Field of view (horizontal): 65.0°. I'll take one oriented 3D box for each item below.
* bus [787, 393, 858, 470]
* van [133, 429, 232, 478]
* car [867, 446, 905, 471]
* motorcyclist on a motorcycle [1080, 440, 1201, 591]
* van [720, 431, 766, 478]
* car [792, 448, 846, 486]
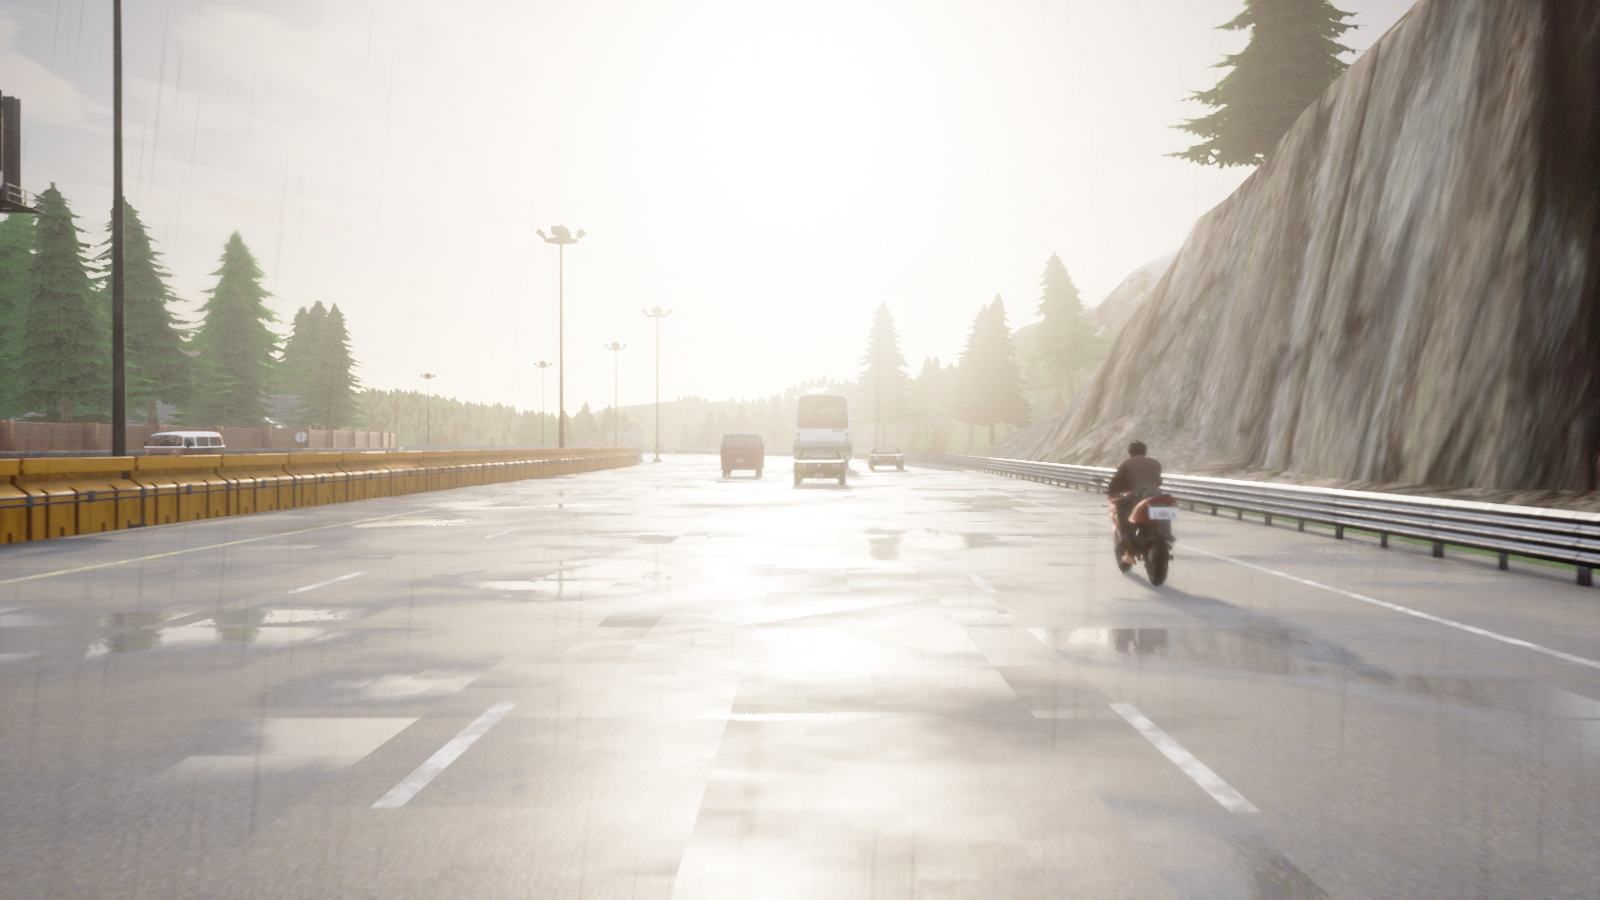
[{"bbox_3d":[1.329,-1.049,74.598,3.944,4.253,10.273,0,0,1],"label":"bus"},{"bbox_3d":[-27.045,0.138,55.170,2.069,2.038,4.480,0,0,1],"label":"van"},{"bbox_3d":[4.758,0.456,70.163,1.895,1.301,4.718,0,0,1],"label":"car"},{"bbox_3d":[3.675,0.654,13.730,0.797,1.523,2.044,0,0,1],"label":"motorcyclist on a motorcycle"},{"bbox_3d":[-2.519,0.182,56.242,1.775,1.987,4.442,0,0,1],"label":"van"},{"bbox_3d":[0.758,0.586,46.463,1.895,1.301,4.718,0,0,2],"label":"car"}]
